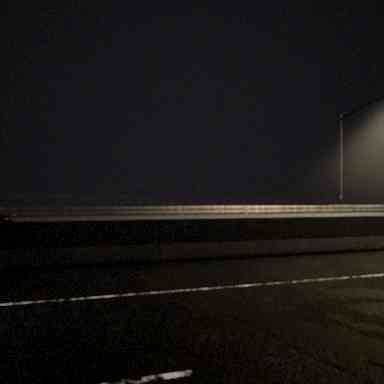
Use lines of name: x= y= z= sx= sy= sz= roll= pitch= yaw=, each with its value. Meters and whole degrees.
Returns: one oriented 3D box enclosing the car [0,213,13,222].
car: x=-12.052 y=1.582 z=17.213 sx=4.892 sy=1.490 sz=1.837 roll=0 pitch=0 yaw=-16
